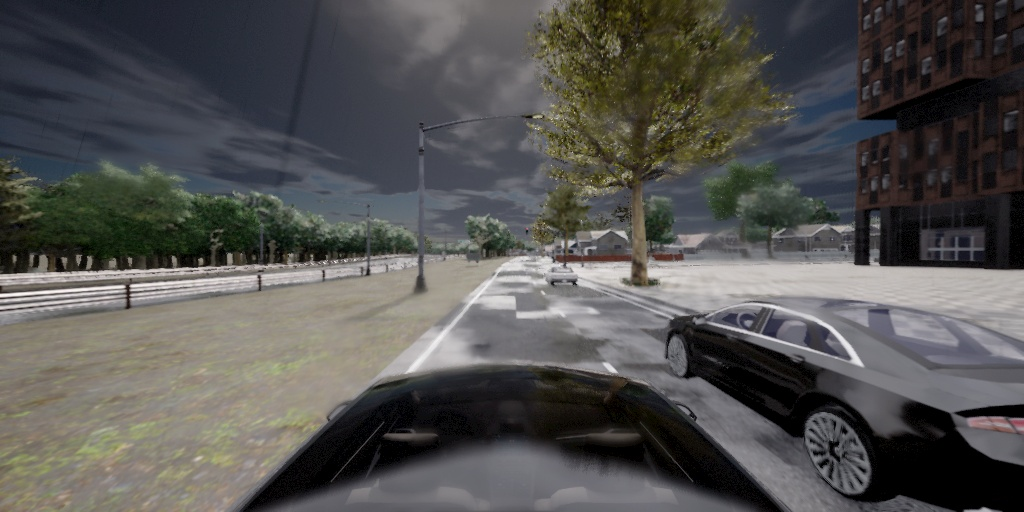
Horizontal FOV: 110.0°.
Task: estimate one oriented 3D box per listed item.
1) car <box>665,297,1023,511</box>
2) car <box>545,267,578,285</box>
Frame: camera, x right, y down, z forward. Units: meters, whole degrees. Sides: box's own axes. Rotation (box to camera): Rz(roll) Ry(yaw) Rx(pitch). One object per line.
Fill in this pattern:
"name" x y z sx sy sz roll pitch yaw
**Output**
"car" 3.602 1.244 4.399 2.128 1.511 4.902 0 0 0
"car" 3.596 1.438 26.699 1.895 1.301 4.718 0 0 0
